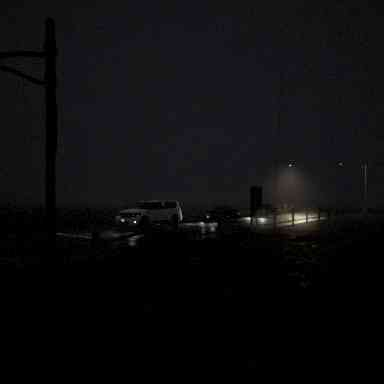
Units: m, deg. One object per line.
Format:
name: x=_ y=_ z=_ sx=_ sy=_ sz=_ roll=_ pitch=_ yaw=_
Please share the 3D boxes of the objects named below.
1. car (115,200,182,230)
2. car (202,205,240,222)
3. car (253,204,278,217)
car: x=-3.012 y=1.607 z=24.514 sx=2.150 sy=2.045 sz=5.566 roll=0 pitch=-1 yaw=36
car: x=2.912 y=2.070 z=32.669 sx=2.128 sy=1.511 sz=4.902 roll=0 pitch=-1 yaw=36
car: x=9.008 y=2.258 z=41.047 sx=1.882 sy=1.535 sz=5.008 roll=0 pitch=-1 yaw=36
